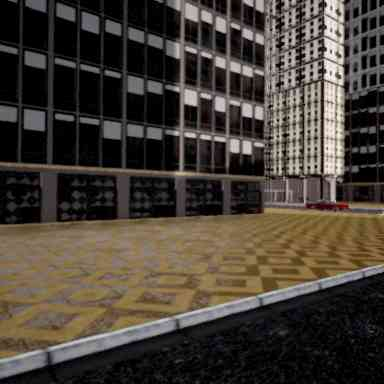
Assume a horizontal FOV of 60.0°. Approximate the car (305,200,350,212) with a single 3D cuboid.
[{"bbox_3d":[15.858,1.618,38.999,1.895,1.301,4.718,1,0,-37],"label":"car"}]
